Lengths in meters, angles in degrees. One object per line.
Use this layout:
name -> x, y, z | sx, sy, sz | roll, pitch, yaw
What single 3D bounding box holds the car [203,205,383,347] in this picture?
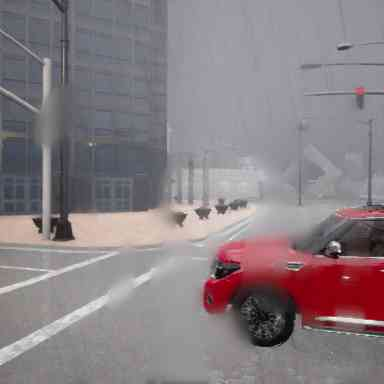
car -> 2.994, 1.225, 5.229 | 5.566, 2.045, 2.150 | 0, 0, 18
